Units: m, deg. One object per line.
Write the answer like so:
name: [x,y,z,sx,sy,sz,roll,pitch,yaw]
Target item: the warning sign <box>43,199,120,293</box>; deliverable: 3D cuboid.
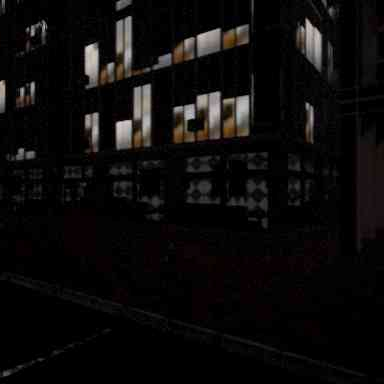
warning sign: [-2.492,1.113,7.572,1.060,1.860,1.300,0,0,35]
